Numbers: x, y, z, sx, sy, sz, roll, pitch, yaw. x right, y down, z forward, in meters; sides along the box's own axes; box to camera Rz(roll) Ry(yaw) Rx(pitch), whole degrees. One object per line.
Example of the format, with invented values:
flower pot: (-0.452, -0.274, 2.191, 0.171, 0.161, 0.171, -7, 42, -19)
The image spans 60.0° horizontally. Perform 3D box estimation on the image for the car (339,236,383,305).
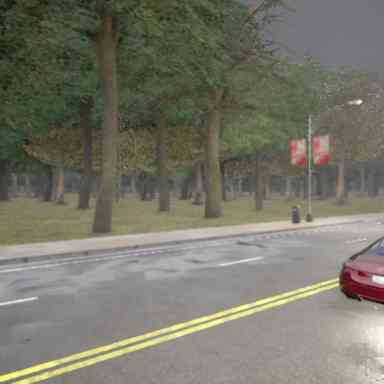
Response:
car: (5.031, 1.549, 7.179, 4.181, 1.385, 1.994, 0, 0, -37)
